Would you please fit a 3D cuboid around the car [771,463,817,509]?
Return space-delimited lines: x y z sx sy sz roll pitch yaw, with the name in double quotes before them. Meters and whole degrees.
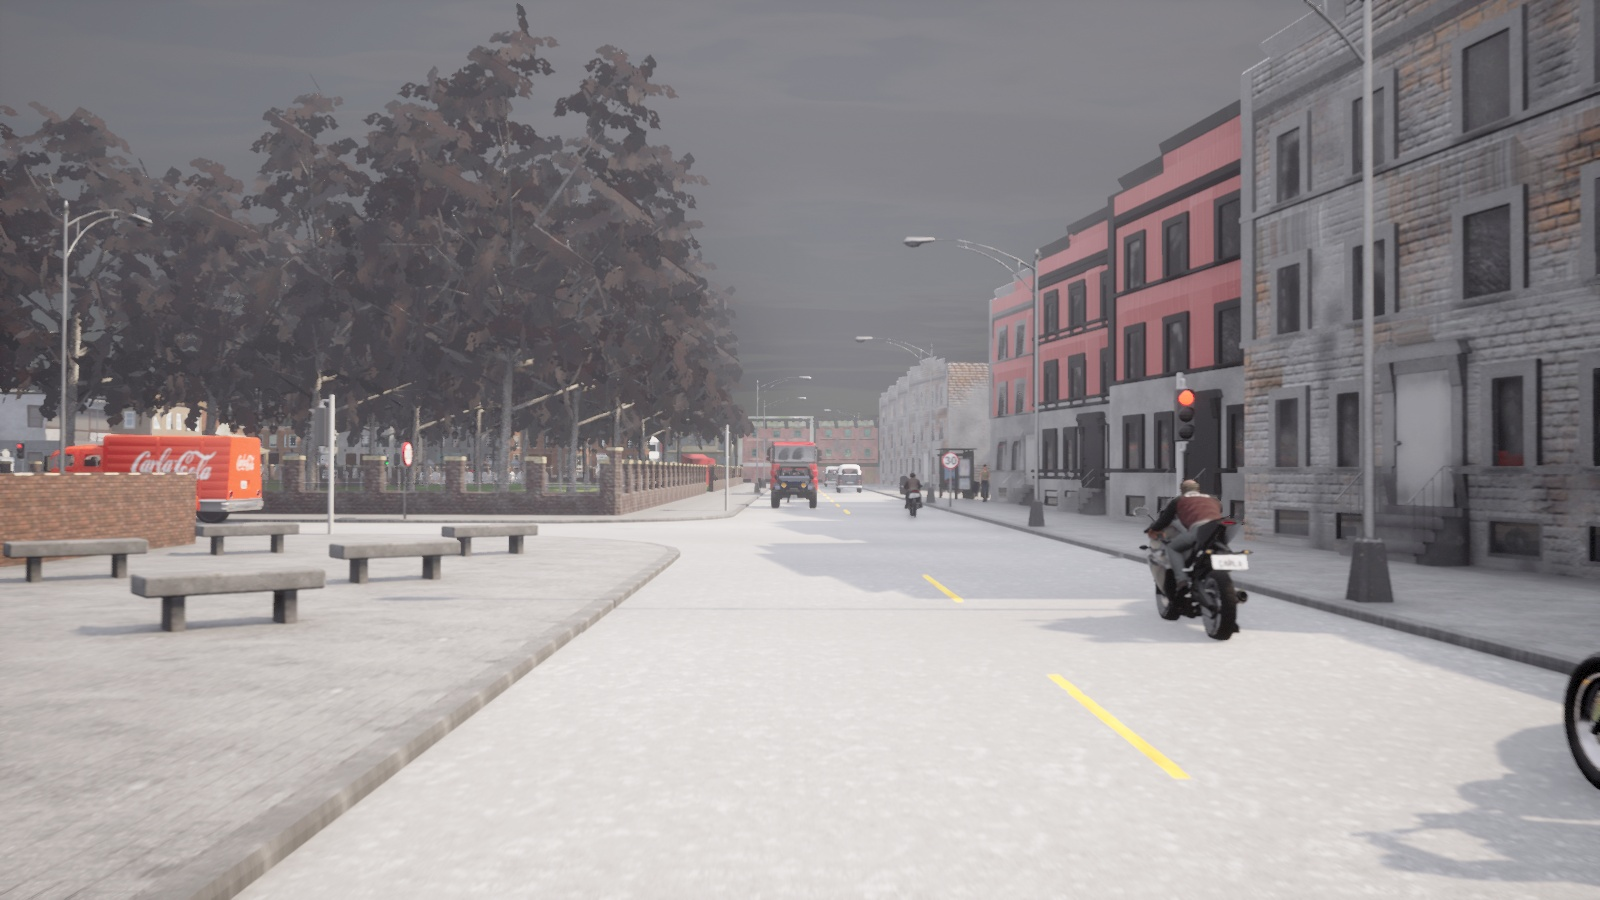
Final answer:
"car" -0.233 1.515 53.967 1.905 1.878 3.866 0 -1 0

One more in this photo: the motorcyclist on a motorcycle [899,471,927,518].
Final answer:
"motorcyclist on a motorcycle" 3.841 1.497 42.746 0.797 1.523 2.044 -1 -1 1

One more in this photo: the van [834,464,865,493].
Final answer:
"van" 3.574 2.066 92.118 2.069 2.038 4.480 0 -1 0

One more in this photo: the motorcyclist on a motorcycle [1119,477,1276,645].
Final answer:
"motorcyclist on a motorcycle" 3.952 1.046 12.693 0.866 1.530 2.191 0 -1 0

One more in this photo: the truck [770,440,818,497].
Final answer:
"truck" -0.372 1.178 80.258 2.891 3.462 7.936 0 -1 0

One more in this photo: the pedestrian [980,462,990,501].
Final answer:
"pedestrian" 8.850 1.495 60.090 0.345 1.836 0.594 0 -1 0

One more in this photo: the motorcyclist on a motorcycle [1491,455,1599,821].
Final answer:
"motorcyclist on a motorcycle" 3.984 0.839 5.343 0.766 1.649 2.350 0 -1 0

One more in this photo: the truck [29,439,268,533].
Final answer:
"truck" -17.805 0.978 34.575 5.204 2.467 2.627 0 -1 -1
